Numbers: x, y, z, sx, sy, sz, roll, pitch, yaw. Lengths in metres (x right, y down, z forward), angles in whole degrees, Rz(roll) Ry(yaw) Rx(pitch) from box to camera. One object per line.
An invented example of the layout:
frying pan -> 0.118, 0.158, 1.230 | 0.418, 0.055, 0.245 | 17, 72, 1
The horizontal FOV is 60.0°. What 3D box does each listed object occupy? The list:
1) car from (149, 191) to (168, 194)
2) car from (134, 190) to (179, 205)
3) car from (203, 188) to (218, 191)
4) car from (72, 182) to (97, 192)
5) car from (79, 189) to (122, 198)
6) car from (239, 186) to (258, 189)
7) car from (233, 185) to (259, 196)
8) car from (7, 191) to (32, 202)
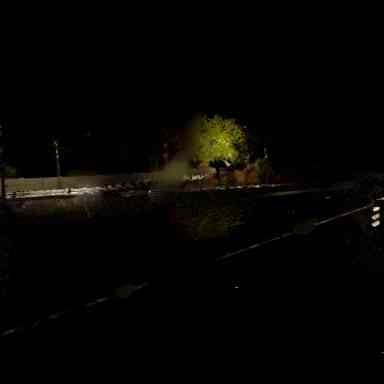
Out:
car -> -3.580, 0.709, 34.669 | 2.033, 1.411, 5.357 | -1, 2, 39
car -> -4.133, 0.622, 39.564 | 2.033, 1.411, 5.357 | -1, 2, 39
car -> 2.850, 0.039, 53.834 | 1.812, 1.442, 4.674 | -1, 1, 39
car -> -19.299, -0.634, 60.429 | 2.150, 2.045, 5.566 | -2, 3, 18
car -> -10.090, 0.681, 37.734 | 2.097, 1.767, 4.553 | -1, 2, 39
car -> 9.563, -0.118, 51.026 | 2.033, 1.411, 5.357 | -1, 2, 39
car -> 9.102, -0.264, 56.000 | 2.128, 1.511, 4.902 | -1, 1, 39
car -> -23.760, 0.550, 45.073 | 1.812, 1.442, 4.674 | -2, 2, 15
